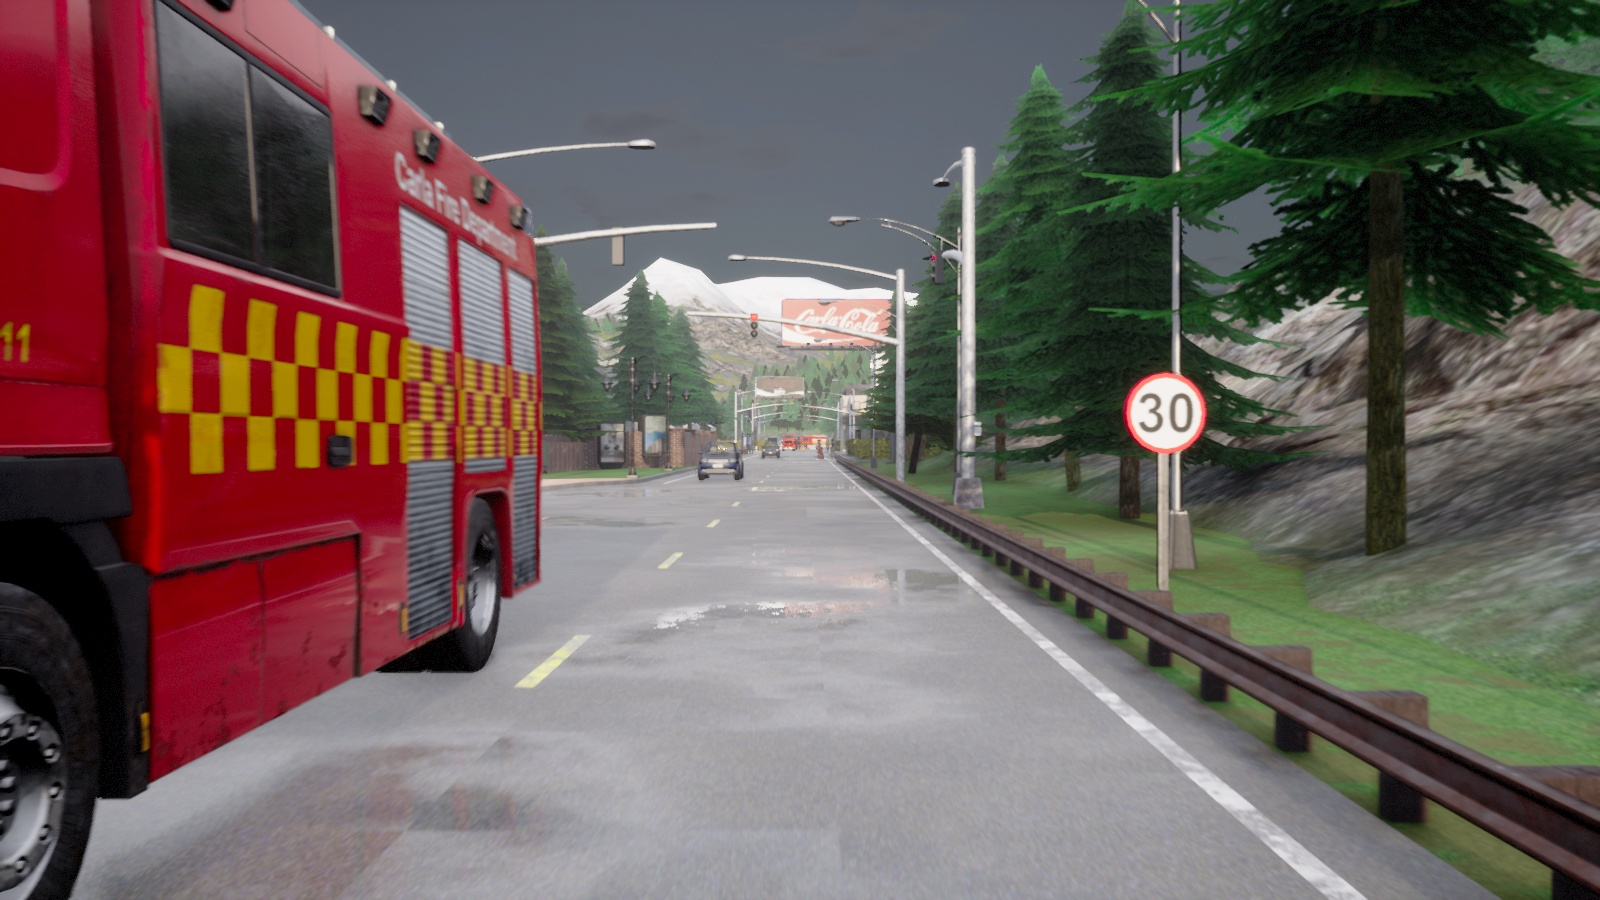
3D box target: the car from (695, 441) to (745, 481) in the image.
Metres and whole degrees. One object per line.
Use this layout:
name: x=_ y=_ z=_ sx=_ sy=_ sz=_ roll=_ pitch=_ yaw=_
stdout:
car: x=-3.196 y=0.439 z=50.812 sx=1.789 sy=1.549 sz=3.705 roll=0 pitch=0 yaw=0

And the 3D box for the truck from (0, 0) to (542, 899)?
truck: x=-3.453 y=-0.451 z=5.406 sx=2.891 sy=3.827 sz=8.468 roll=0 pitch=0 yaw=0
